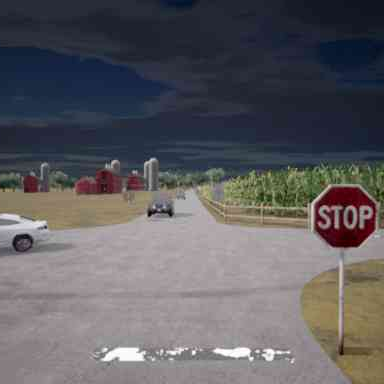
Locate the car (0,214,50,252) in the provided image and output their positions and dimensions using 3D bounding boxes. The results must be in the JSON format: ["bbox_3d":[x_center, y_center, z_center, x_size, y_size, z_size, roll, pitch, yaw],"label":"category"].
[{"bbox_3d":[-8.126,1.614,13.066,4.674,1.442,1.812,-1,1,-29],"label":"car"}]

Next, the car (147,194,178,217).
[{"bbox_3d":[-2.777,1.180,30.698,2.150,2.045,5.566,0,0,0],"label":"car"}]

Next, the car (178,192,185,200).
[{"bbox_3d":[-2.820,0.986,87.108,2.150,2.045,5.566,0,0,0],"label":"car"}]
